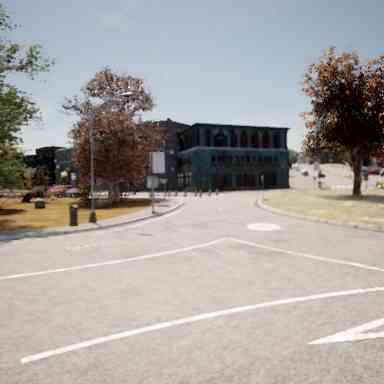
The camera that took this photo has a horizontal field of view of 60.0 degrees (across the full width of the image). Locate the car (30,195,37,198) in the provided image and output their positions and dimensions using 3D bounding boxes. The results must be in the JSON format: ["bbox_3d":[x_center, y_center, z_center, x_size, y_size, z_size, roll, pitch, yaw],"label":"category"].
[{"bbox_3d":[-21.750,0.064,51.479,2.435,2.045,5.566,-2,1,16],"label":"car"}]

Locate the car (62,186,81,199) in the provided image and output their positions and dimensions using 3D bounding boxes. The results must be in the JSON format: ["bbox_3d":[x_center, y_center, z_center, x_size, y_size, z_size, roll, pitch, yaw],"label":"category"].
[{"bbox_3d":[-16.932,0.258,47.963,2.231,1.521,4.892,-1,1,16],"label":"car"}]

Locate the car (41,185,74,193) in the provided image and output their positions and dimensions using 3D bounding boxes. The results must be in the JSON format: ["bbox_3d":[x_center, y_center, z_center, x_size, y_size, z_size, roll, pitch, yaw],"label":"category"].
[{"bbox_3d":[-19.355,0.036,49.668,2.435,2.045,5.566,-1,1,16],"label":"car"}]
